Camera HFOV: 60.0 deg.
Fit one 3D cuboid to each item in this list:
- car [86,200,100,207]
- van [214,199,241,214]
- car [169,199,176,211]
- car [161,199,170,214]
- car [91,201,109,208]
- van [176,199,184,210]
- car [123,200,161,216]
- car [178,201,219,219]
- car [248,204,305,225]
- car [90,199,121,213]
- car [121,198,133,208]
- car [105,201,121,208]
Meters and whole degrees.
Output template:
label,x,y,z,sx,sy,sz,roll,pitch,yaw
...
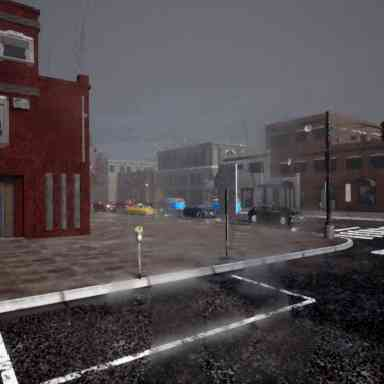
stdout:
label,x,y,z,sx,sy,sz,roll,pitch,yaw
car,-22.643,2.595,76.237,1.802,1.307,4.206,-2,0,-36
van,4.029,1.707,39.657,1.690,1.788,3.998,-2,0,-36
car,-4.744,2.029,47.318,1.882,1.535,5.008,-1,0,-36
car,-5.156,2.034,42.468,1.837,1.490,4.892,-1,0,-36
car,-18.194,2.442,65.760,1.994,1.385,4.181,-1,0,-36
van,-2.640,1.869,48.801,1.690,1.788,3.998,-2,0,-36
car,-5.968,2.048,39.208,1.752,1.417,4.829,-2,0,-36
car,0.773,1.950,34.340,1.994,1.385,4.181,-1,0,-35
car,6.594,1.750,26.338,1.837,1.490,4.892,-1,0,-36
car,-12.744,2.001,48.490,2.192,1.841,5.009,-2,0,-36
car,-12.646,2.085,62.519,2.192,1.841,5.009,-2,0,-36
car,-15.973,2.433,67.092,1.802,1.307,4.206,-2,0,-36
